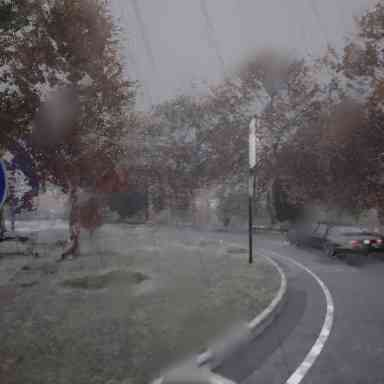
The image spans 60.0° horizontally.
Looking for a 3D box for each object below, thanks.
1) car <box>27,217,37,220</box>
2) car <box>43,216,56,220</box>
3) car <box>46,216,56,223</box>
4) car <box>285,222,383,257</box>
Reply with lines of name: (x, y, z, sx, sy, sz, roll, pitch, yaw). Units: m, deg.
car: (-37.226, 6.587, 77.642, 1.994, 1.385, 4.181, 0, -6, -20)
car: (-32.777, 6.254, 75.688, 1.895, 1.301, 4.718, 0, -6, -20)
car: (-37.202, 7.318, 87.790, 2.097, 1.767, 4.553, 0, -6, -19)
car: (6.429, 2.105, 15.667, 2.033, 1.411, 5.357, 0, -2, -12)
